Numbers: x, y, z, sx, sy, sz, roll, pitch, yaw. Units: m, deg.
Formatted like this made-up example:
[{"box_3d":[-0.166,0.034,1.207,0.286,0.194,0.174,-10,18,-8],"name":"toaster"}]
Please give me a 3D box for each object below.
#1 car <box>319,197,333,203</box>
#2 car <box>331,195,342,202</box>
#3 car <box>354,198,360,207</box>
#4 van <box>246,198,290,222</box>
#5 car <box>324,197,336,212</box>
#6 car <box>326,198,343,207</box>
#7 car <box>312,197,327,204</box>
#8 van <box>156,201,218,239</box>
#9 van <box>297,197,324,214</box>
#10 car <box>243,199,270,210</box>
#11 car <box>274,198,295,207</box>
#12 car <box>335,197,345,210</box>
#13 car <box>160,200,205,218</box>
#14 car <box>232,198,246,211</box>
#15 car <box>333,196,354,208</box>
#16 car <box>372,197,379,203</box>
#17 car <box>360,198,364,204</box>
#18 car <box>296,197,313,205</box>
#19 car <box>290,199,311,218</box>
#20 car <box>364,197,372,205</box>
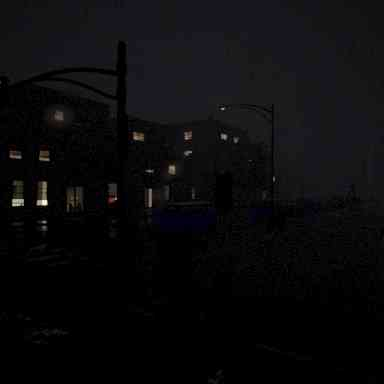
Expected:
[{"box_3d":[30.953,1.792,76.787,1.947,1.339,4.313,0,0,35],"name":"car"},{"box_3d":[37.284,1.712,85.836,1.967,1.590,4.097,0,0,35],"name":"car"},{"box_3d":[25.153,1.516,53.871,2.192,1.841,5.009,0,0,35],"name":"car"},{"box_3d":[6.163,1.436,26.722,1.690,1.788,3.998,0,0,35],"name":"van"},{"box_3d":[15.755,1.671,40.435,1.752,1.417,4.829,0,0,35],"name":"car"},{"box_3d":[24.925,1.795,58.060,1.895,1.301,4.718,1,0,35],"name":"car"},{"box_3d":[27.691,1.728,72.122,1.752,1.417,4.829,0,0,35],"name":"car"},{"box_3d":[-0.167,1.406,17.672,1.690,1.788,3.998,0,0,35],"name":"van"},{"box_3d":[12.493,1.469,35.771,1.690,1.788,3.998,0,0,35],"name":"van"},{"box_3d":[8.800,1.628,45.114,1.887,1.381,4.507,0,0,35],"name":"car"},{"box_3d":[15.130,1.665,54.163,1.887,1.381,4.507,0,0,35],"name":"car"},{"box_3d":[18.821,1.729,44.820,1.947,1.339,4.313,0,0,35],"name":"car"},{"box_3d":[-0.792,1.558,31.400,1.752,1.417,4.829,0,0,35],"name":"car"},{"box_3d":[5.636,1.506,40.590,1.967,1.590,4.097,0,0,35],"name":"car"},{"box_3d":[21.988,1.497,49.346,2.192,1.841,5.009,0,0,35],"name":"car"},{"box_3d":[44.141,1.899,81.018,1.947,1.339,4.313,0,0,35],"name":"car"},{"box_3d":[28.414,1.748,58.534,1.752,1.417,4.829,0,0,35],"name":"car"},{"box_3d":[21.459,1.705,63.212,1.887,1.381,4.507,0,0,35],"name":"car"},{"box_3d":[9.327,1.655,31.245,1.887,1.381,4.507,0,0,35],"name":"car"},{"box_3d":[34.646,1.809,67.444,1.887,1.381,4.507,0,0,35],"name":"car"}]
